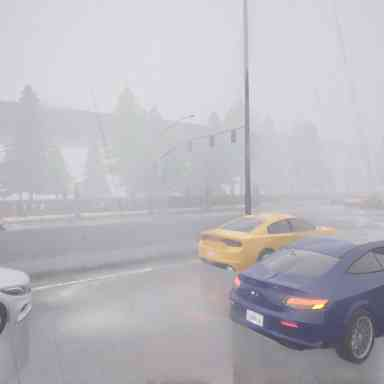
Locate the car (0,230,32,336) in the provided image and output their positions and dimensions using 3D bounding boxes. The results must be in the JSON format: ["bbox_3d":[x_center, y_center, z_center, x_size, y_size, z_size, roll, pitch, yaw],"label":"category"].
[{"bbox_3d":[-4.812,1.522,4.621,4.674,1.442,1.812,0,0,-36],"label":"car"}]

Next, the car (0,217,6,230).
[{"bbox_3d":[-10.341,1.359,13.813,4.553,1.767,2.097,0,0,-35],"label":"car"}]

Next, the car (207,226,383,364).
[{"bbox_3d":[2.707,1.458,5.720,4.674,1.442,1.812,-1,1,-35],"label":"car"}]

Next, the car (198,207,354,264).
[{"bbox_3d":[2.516,1.373,9.869,5.008,1.535,1.882,-1,1,-35],"label":"car"}]

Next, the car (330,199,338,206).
[{"bbox_3d":[17.960,1.000,38.289,4.718,1.301,1.895,-1,1,-35],"label":"car"}]

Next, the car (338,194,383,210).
[{"bbox_3d":[17.219,0.935,33.463,5.008,1.535,1.882,-1,1,-35],"label":"car"}]
